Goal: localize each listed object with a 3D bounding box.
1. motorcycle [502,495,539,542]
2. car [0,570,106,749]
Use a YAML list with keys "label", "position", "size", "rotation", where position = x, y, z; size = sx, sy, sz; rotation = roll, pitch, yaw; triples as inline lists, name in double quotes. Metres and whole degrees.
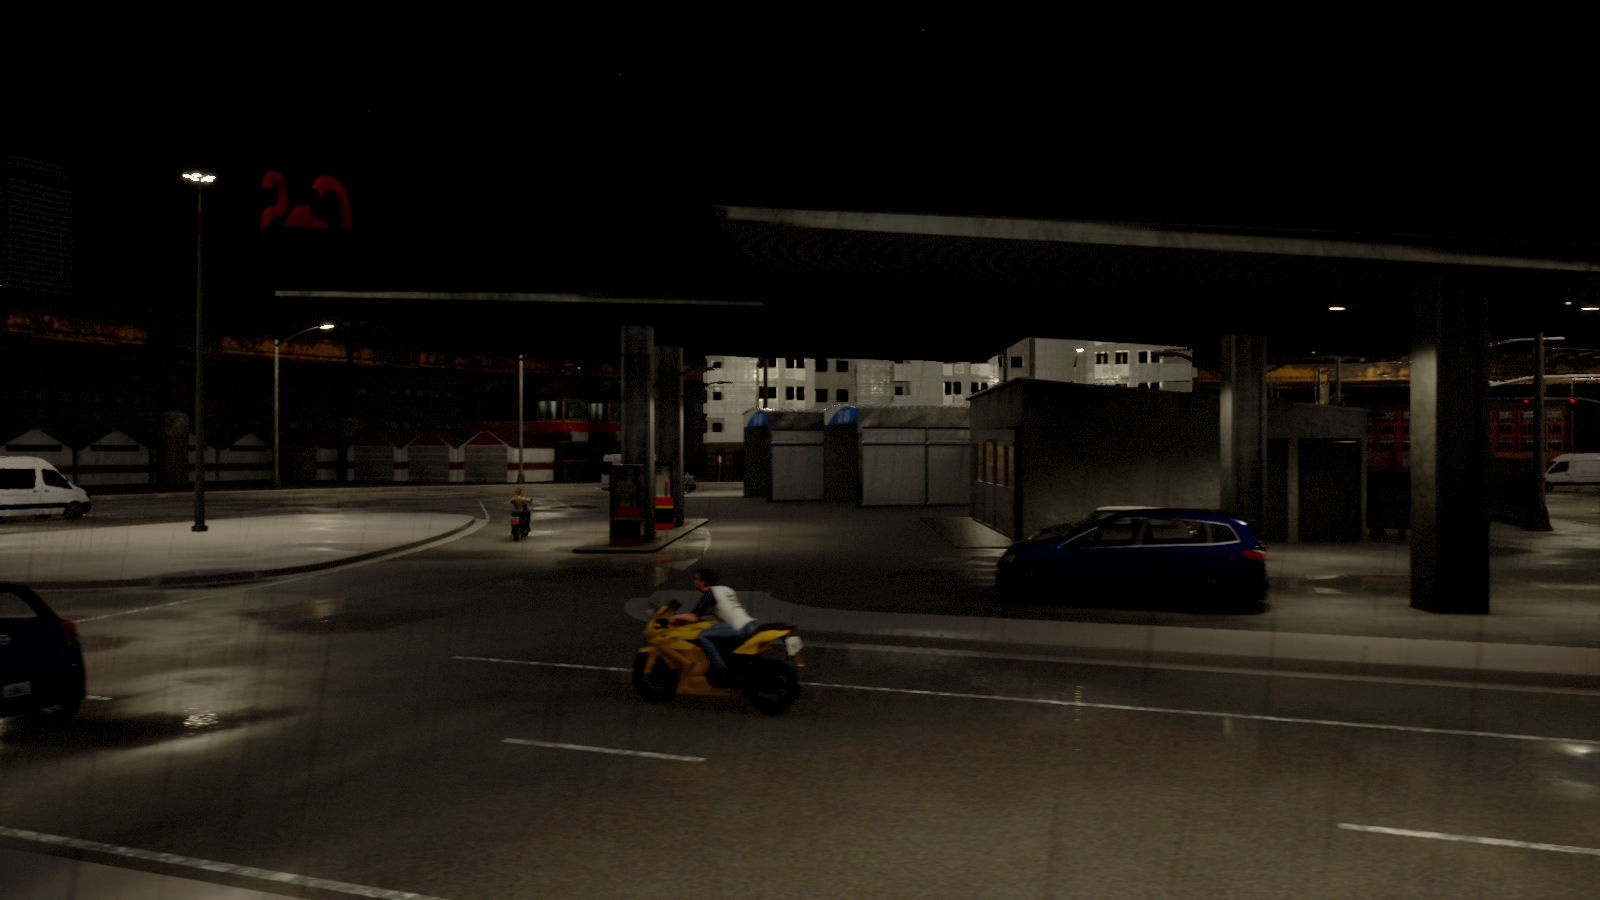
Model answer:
- label: "motorcycle"
  position: [-8.788, 2.137, 35.968]
  size: [0.764, 1.332, 2.356]
  rotation: [0, 0, -5]
- label: "car"
  position: [-9.107, 2.035, 11.419]
  size: [3.633, 1.501, 1.845]
  rotation: [0, 0, 20]
